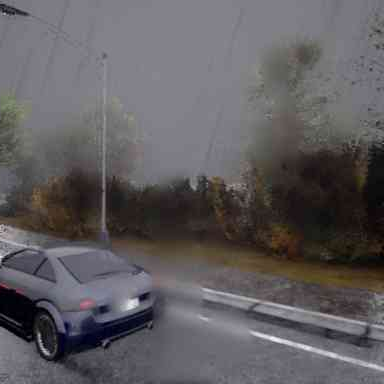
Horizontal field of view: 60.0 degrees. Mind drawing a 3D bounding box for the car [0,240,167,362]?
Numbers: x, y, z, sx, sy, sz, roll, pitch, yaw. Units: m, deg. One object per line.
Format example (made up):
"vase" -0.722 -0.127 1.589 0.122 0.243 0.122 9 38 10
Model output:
"car" -2.449 1.589 6.044 4.181 1.385 1.994 0 0 39
